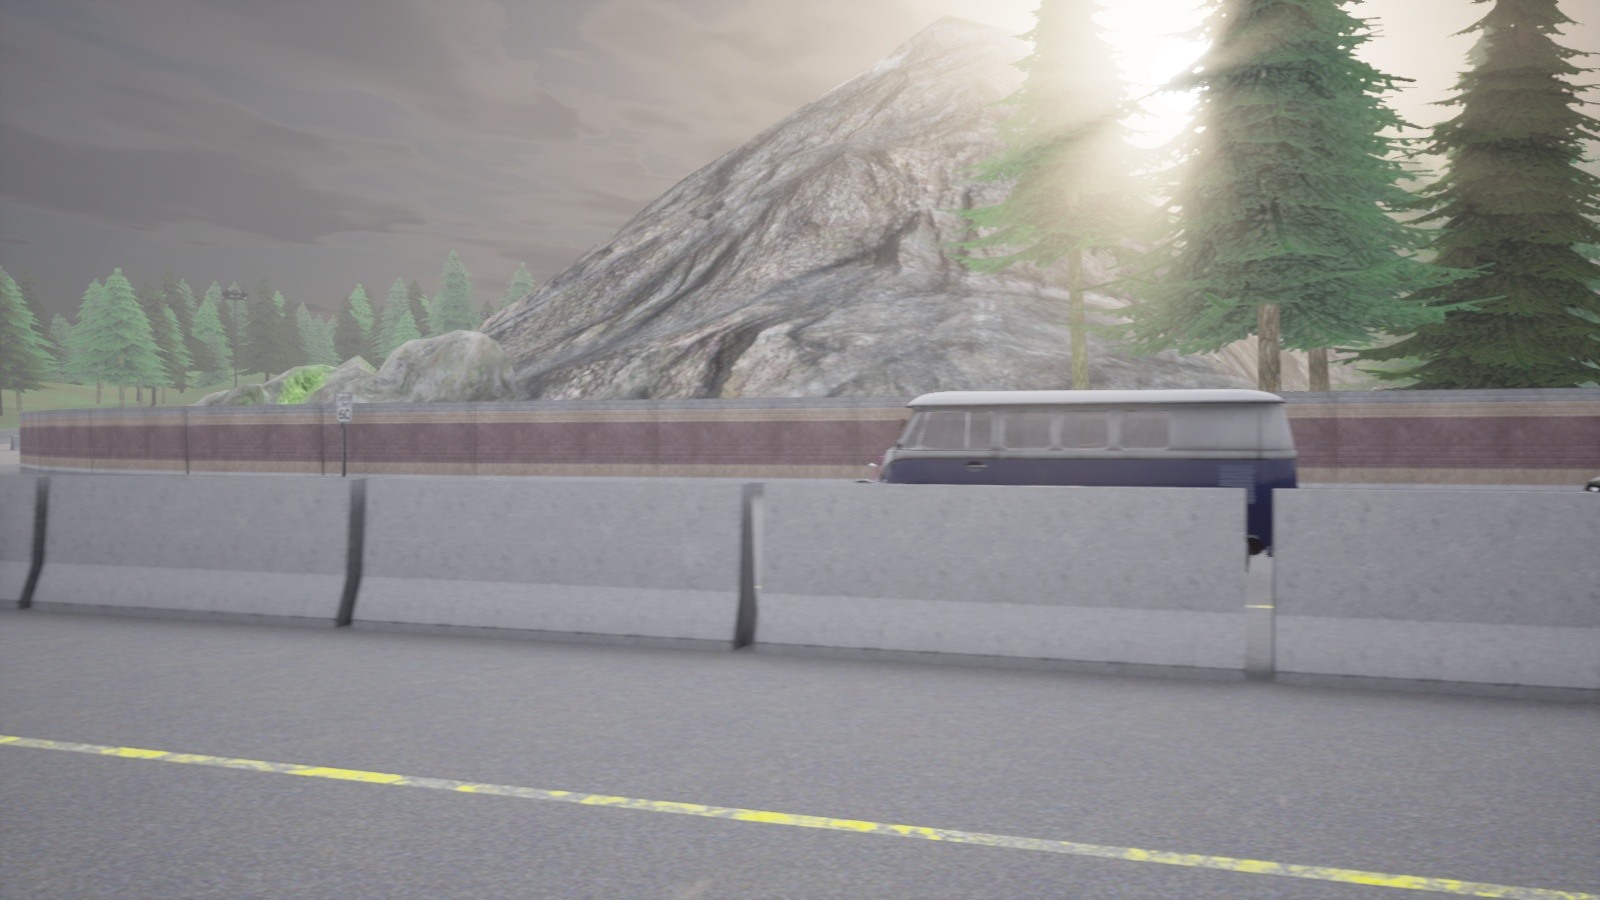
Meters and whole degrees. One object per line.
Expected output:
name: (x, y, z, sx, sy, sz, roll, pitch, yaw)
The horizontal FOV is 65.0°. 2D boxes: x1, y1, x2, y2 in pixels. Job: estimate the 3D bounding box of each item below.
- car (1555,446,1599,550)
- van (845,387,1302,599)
car: (13.029, 0.663, 17.272, 4.181, 1.385, 1.994, 1, 1, 19)
van: (2.868, 0.376, 13.303, 4.442, 1.987, 1.775, 0, 1, 19)
